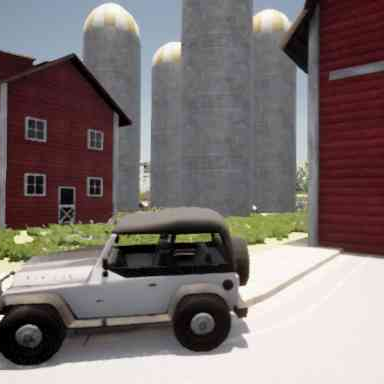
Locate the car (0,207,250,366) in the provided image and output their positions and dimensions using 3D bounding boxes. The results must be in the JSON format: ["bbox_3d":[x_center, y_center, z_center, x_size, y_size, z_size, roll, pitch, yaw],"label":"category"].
[{"bbox_3d":[-0.979,1.277,5.395,3.866,1.878,1.905,-1,5,-7],"label":"car"}]

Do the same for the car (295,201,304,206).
[{"bbox_3d":[20.918,2.626,67.080,2.242,1.667,4.611,0,-1,36],"label":"car"}]
